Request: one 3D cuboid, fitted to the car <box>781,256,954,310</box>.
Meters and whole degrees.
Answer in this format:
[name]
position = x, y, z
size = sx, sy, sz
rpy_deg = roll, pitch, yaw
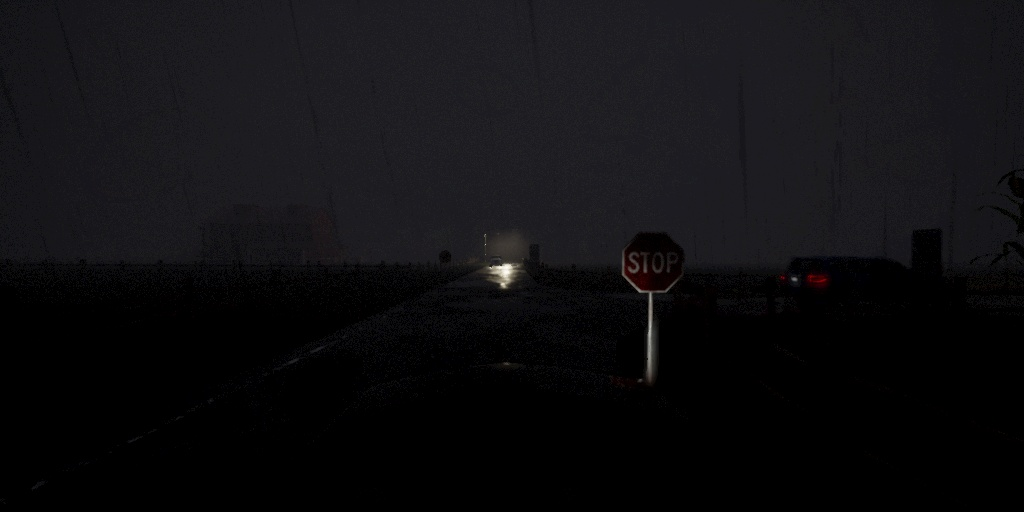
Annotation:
[car]
position = 13.955, 1.040, 14.320
size = 5.566, 2.045, 2.150
rpy_deg = 0, 1, 0
